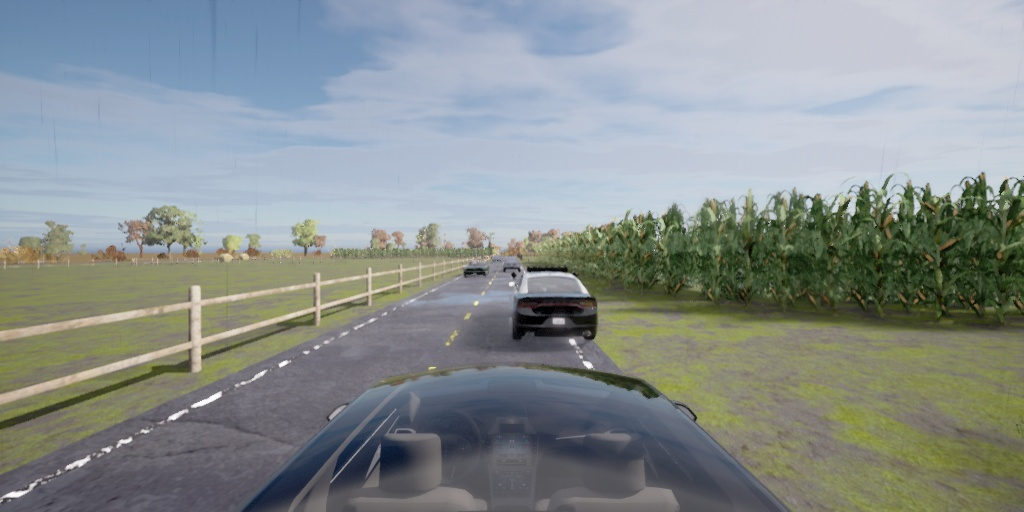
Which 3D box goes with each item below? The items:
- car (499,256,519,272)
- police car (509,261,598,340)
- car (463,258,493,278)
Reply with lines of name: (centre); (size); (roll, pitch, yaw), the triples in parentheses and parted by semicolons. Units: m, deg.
car: (-0.016, 0.922, 38.841); (2.033, 1.411, 5.357); (0, 1, 0)
police car: (0.942, 1.092, 9.835); (1.930, 1.638, 5.238); (0, 1, 0)
car: (-2.923, 1.064, 29.992); (1.895, 1.301, 4.718); (0, 1, 0)
